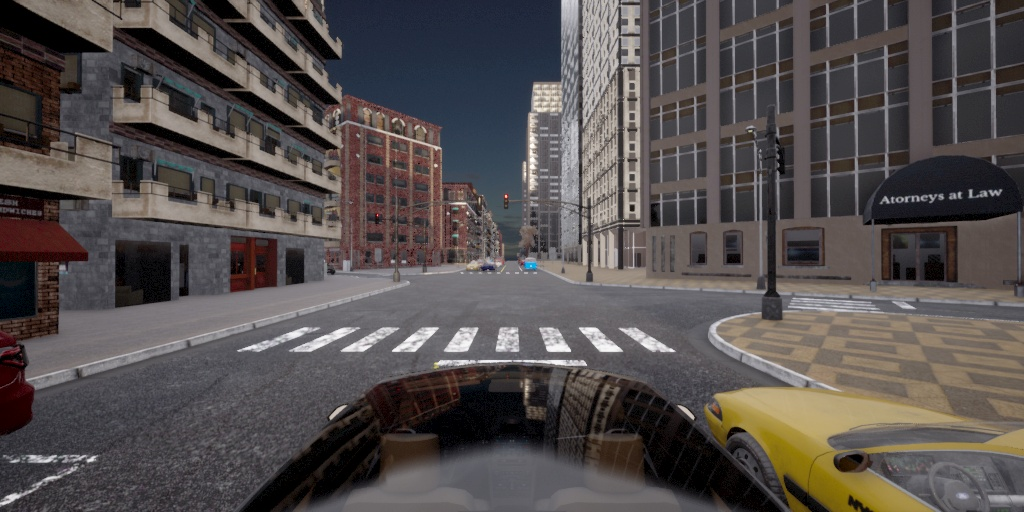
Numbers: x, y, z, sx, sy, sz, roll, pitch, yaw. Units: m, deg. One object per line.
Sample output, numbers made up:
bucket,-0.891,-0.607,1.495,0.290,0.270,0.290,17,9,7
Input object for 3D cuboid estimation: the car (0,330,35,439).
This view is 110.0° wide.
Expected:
car,-5.314,1.065,1.107,2.192,1.841,5.009,0,0,0

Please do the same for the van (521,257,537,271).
van,2.545,1.136,50.110,1.690,1.789,3.998,0,0,0

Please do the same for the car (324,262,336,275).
car,-22.368,1.455,41.805,4.892,1.490,1.837,-1,-1,41

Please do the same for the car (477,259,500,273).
car,-2.862,1.386,44.868,1.895,1.301,4.718,0,0,0

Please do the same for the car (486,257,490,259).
car,-5.340,1.259,61.212,1.967,1.591,4.097,0,0,0

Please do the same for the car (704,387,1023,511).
car,2.566,1.275,1.287,1.751,1.417,4.829,0,0,0

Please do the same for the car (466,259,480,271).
car,-5.335,1.320,49.937,1.751,1.417,4.829,0,0,0
